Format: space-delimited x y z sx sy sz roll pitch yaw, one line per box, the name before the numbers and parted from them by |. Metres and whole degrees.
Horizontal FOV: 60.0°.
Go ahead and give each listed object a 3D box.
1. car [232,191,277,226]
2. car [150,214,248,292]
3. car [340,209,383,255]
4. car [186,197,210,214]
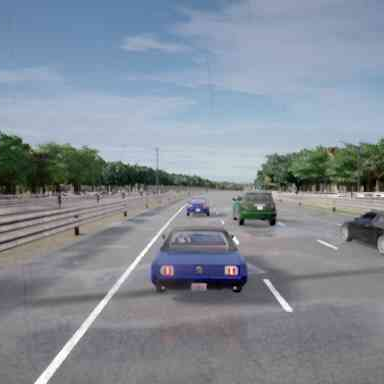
car | 3.846 0.945 21.106 2.150 2.045 5.566 0 1 2
car | 0.155 1.487 8.530 1.895 1.301 4.718 0 1 0
car | 7.206 1.364 12.253 1.812 1.442 4.674 0 1 1
car | 0.506 1.168 27.411 1.812 1.442 4.674 0 1 1
